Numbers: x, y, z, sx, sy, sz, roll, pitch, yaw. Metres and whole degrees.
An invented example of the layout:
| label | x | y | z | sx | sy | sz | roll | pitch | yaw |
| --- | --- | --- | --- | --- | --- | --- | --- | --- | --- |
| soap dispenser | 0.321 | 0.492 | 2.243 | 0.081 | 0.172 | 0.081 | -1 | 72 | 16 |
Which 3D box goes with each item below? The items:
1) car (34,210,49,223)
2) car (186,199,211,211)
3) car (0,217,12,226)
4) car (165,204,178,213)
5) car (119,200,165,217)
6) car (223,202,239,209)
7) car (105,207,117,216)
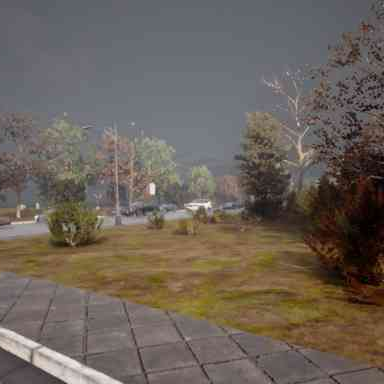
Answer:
| label | x | y | z | sx | sy | sz | roll | pitch | yaw |
| --- | --- | --- | --- | --- | --- | --- | --- | --- | --- |
| car | -14.852 | 2.508 | 36.487 | 2.128 | 1.511 | 4.902 | -3 | -2 | 33 |
| car | 1.155 | 2.228 | 55.187 | 2.150 | 2.045 | 5.566 | -3 | -3 | 32 |
| car | -17.332 | 2.390 | 26.338 | 2.033 | 1.411 | 5.357 | -3 | -2 | 34 |
| car | -4.222 | 2.615 | 53.257 | 2.128 | 1.511 | 4.902 | -3 | -2 | 33 |
| car | -6.466 | 2.126 | 43.213 | 2.150 | 2.045 | 5.566 | -3 | -2 | 32 |
| car | 7.311 | 2.439 | 58.126 | 2.033 | 1.411 | 5.357 | -3 | -2 | 33 |
| car | -9.695 | 2.621 | 44.624 | 1.994 | 1.385 | 4.181 | -3 | -2 | 32 |
